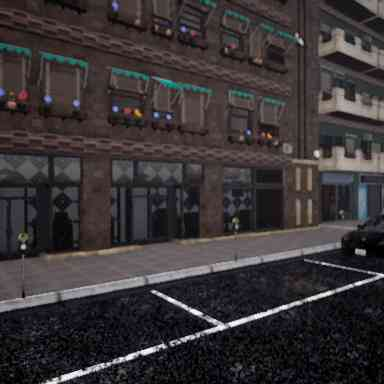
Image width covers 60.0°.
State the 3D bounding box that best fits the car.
[{"bbox_3d":[6.973,1.463,11.517,4.313,1.339,1.947,-1,1,-35],"label":"car"}]
